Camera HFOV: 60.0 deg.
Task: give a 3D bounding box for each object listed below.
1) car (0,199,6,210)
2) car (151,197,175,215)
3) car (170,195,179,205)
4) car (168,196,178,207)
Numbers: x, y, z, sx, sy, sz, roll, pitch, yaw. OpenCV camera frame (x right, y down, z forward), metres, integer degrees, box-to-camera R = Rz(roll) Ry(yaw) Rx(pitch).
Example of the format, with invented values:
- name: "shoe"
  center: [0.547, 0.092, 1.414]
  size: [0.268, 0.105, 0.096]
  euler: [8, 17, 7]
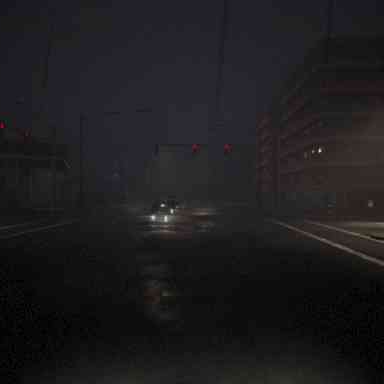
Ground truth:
- name: "car"
  center: [-24.030, 1.456, 38.948]
  size: [3.806, 1.475, 1.970]
  euler: [0, 0, 1]
- name: "car"
  center: [-3.153, 1.547, 34.731]
  size: [2.033, 1.411, 5.357]
  euler: [0, 0, -1]
- name: "car"
  center: [-3.315, 1.353, 54.691]
  size: [2.097, 1.767, 4.553]
  euler: [0, 0, 0]
- name: "car"
  center: [-3.237, 1.564, 44.779]
  size: [1.994, 1.385, 4.181]
  euler: [0, 0, 0]
